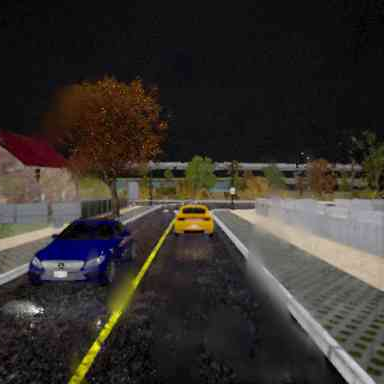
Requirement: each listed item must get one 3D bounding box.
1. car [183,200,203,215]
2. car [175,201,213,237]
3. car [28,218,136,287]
[{"bbox_3d":[0.109,1.541,34.269,1.895,1.301,4.718,0,0,1],"label":"car"},{"bbox_3d":[0.089,1.439,17.910,1.882,1.535,5.008,0,0,0],"label":"car"},{"bbox_3d":[-2.786,1.502,9.427,1.812,1.442,4.674,0,0,0],"label":"car"}]
